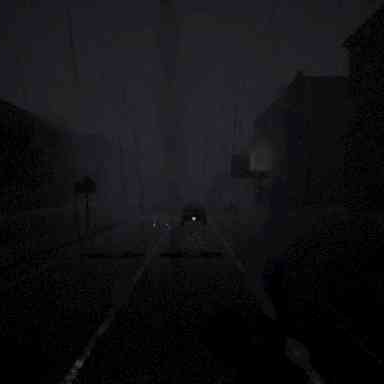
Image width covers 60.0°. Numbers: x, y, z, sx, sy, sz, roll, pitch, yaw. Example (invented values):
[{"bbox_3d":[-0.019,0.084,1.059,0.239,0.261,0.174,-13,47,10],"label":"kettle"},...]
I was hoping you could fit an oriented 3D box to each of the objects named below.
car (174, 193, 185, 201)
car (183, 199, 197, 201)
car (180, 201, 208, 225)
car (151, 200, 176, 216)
[{"bbox_3d":[-2.900,1.340,75.820,2.150,2.045,5.566,0,0,0],"label":"car"},{"bbox_3d":[0.155,1.752,42.178,2.033,1.411,5.357,0,0,0],"label":"car"},{"bbox_3d":[0.132,1.644,25.656,1.837,1.490,4.892,0,-1,0],"label":"car"},{"bbox_3d":[-3.050,1.743,34.386,1.994,1.385,4.181,0,0,0],"label":"car"}]
